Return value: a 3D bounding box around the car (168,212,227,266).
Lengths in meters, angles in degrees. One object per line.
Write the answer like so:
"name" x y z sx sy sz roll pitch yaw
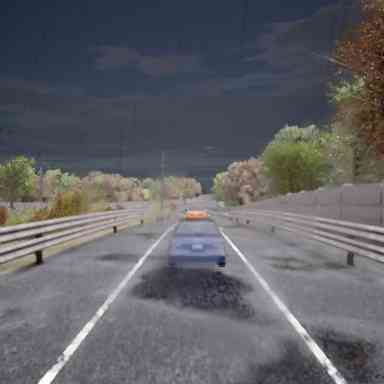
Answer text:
"car" 0.165 1.636 11.862 2.033 1.411 5.357 0 -1 0

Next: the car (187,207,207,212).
"car" 0.529 2.420 35.990 2.097 1.767 4.553 0 -4 2
